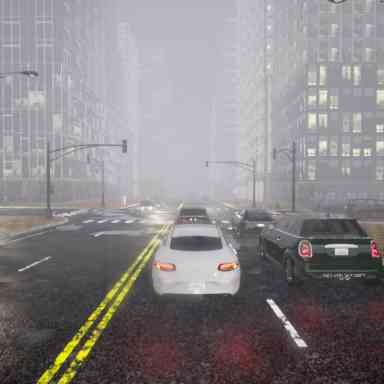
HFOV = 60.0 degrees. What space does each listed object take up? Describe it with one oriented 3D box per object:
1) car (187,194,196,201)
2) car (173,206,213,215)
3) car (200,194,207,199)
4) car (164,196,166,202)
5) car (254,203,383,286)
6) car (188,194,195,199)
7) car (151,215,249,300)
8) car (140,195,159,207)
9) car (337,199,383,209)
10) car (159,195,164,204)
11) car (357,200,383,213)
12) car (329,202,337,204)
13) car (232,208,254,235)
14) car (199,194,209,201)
[{"bbox_3d":[-0.202,1.414,80.423,1.837,1.490,4.892,0,0,0],"label":"car"},{"bbox_3d":[0.057,1.495,17.507,1.837,1.490,4.892,0,0,0],"label":"car"},{"bbox_3d":[3.022,1.262,90.848,1.812,1.442,4.674,0,0,0],"label":"car"},{"bbox_3d":[-6.681,1.413,71.549,1.882,1.535,5.008,0,0,0],"label":"car"},{"bbox_3d":[3.327,1.348,9.534,2.097,1.767,4.553,0,0,0],"label":"car"},{"bbox_3d":[-0.228,1.216,90.840,1.882,1.535,5.008,0,0,0],"label":"car"},{"bbox_3d":[0.081,1.522,8.258,1.812,1.442,4.674,0,0,0],"label":"car"},{"bbox_3d":[-6.718,1.526,50.850,1.994,1.385,4.181,0,0,0],"label":"car"},{"bbox_3d":[16.127,1.518,29.674,5.009,1.841,2.192,1,0,1],"label":"car"},{"bbox_3d":[-6.722,1.427,61.174,1.882,1.535,5.008,0,0,1],"label":"car"},{"bbox_3d":[21.715,1.641,37.974,4.829,1.417,1.752,1,0,1],"label":"car"},{"bbox_3d":[15.066,1.701,35.460,4.718,1.301,1.895,0,1,0],"label":"car"},{"bbox_3d":[3.304,1.554,17.921,1.994,1.385,4.181,0,0,0],"label":"car"},{"bbox_3d":[3.049,1.392,80.430,1.882,1.535,5.008,0,0,0],"label":"car"}]
